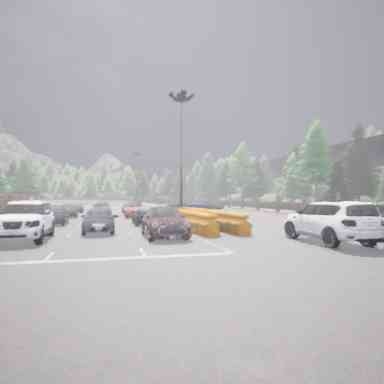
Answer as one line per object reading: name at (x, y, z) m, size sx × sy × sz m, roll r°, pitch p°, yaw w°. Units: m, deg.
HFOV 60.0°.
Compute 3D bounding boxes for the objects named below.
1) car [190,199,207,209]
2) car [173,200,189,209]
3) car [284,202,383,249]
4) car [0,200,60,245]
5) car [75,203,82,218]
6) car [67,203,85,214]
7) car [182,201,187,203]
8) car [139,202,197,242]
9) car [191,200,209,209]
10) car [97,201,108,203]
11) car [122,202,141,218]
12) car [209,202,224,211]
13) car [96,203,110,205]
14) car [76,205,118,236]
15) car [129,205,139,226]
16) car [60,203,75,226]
car at (1.200, 2.297, 64.157) m, size 2.097 × 1.767 × 4.553 m, roll 0°, pitch -1°, yaw -14°
car at (-2.084, 2.396, 62.881) m, size 1.882 × 1.535 × 5.008 m, roll 0°, pitch -1°, yaw -14°
car at (6.616, 1.476, 16.087) m, size 2.150 × 2.045 × 5.566 m, roll 1°, pitch -1°, yaw -13°
car at (-8.357, 1.450, 16.835) m, size 2.150 × 2.045 × 5.566 m, roll 0°, pitch -1°, yaw -14°
car at (-13.109, 2.050, 35.244) m, size 1.994 × 1.385 × 4.181 m, roll 0°, pitch -1°, yaw -14°
car at (-15.591, 2.186, 44.965) m, size 1.994 × 1.385 × 4.181 m, roll 0°, pitch -1°, yaw -14°
car at (-2.441, 2.230, 50.668) m, size 2.128 × 1.511 × 4.902 m, roll 0°, pitch -1°, yaw -14°
car at (-1.476, 1.617, 18.175) m, size 2.097 × 1.767 × 4.553 m, roll 0°, pitch -1°, yaw -14°
car at (0.621, 2.255, 52.805) m, size 1.882 × 1.535 × 5.008 m, roll 0°, pitch -1°, yaw -15°
car at (-10.597, 1.907, 39.534) m, size 2.097 × 1.767 × 4.553 m, roll 0°, pitch -1°, yaw -14°
car at (-6.155, 1.871, 36.300) m, size 2.097 × 1.767 × 4.553 m, roll 0°, pitch -1°, yaw -14°
car at (3.728, 2.302, 54.528) m, size 2.128 × 1.511 × 4.902 m, roll 0°, pitch -1°, yaw -14°
car at (-8.162, 1.970, 30.049) m, size 2.033 × 1.411 × 5.357 m, roll 0°, pitch -1°, yaw -14°
car at (-5.722, 1.782, 20.605) m, size 2.128 × 1.511 × 4.902 m, roll 0°, pitch -1°, yaw -14°
car at (-3.727, 1.988, 26.874) m, size 1.895 × 1.301 × 4.718 m, roll 0°, pitch -1°, yaw -15°
car at (-10.842, 1.854, 26.436) m, size 2.128 × 1.511 × 4.902 m, roll 0°, pitch -1°, yaw -14°
